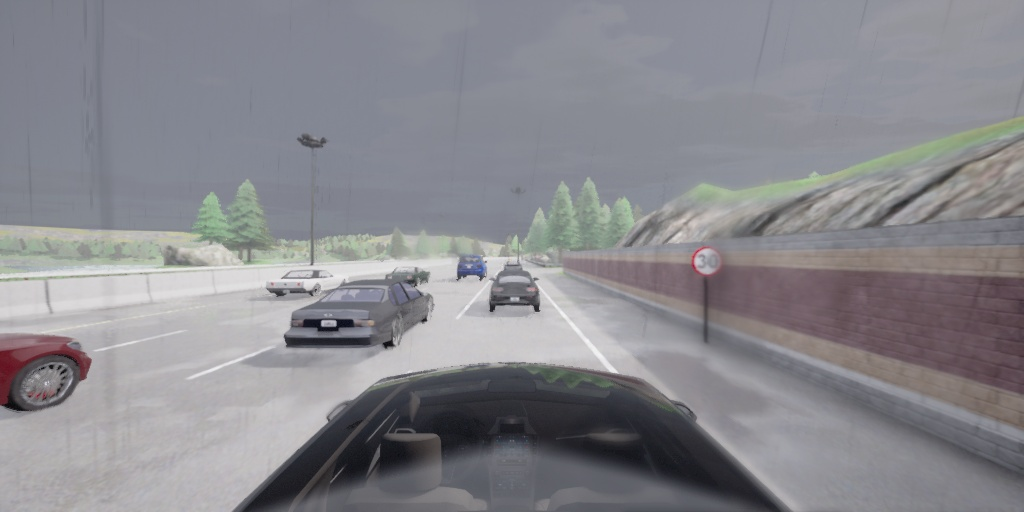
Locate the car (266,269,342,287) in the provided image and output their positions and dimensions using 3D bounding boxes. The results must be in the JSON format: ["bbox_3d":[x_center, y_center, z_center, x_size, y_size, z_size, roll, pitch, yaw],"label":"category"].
[{"bbox_3d":[-10.400,1.351,18.756,1.895,1.301,4.718,0,0,0],"label":"car"}]

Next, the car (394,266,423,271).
[{"bbox_3d":[-6.901,1.352,24.302,1.895,1.301,4.718,0,0,0],"label":"car"}]

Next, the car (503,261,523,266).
[{"bbox_3d":[0.098,1.244,36.141,2.128,1.511,4.902,0,0,0],"label":"car"}]

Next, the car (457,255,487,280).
[{"bbox_3d":[-3.400,0.973,30.958,2.150,2.045,5.566,0,0,0],"label":"car"}]

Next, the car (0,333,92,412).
[{"bbox_3d":[-6.907,1.275,3.107,1.812,1.442,4.674,0,0,0],"label":"car"}]

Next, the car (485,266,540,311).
[{"bbox_3d":[0.086,1.277,14.265,1.812,1.442,4.674,0,0,0],"label":"car"}]

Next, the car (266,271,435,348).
[{"bbox_3d":[-3.400,1.298,9.157,2.033,1.411,5.357,0,0,0],"label":"car"}]
